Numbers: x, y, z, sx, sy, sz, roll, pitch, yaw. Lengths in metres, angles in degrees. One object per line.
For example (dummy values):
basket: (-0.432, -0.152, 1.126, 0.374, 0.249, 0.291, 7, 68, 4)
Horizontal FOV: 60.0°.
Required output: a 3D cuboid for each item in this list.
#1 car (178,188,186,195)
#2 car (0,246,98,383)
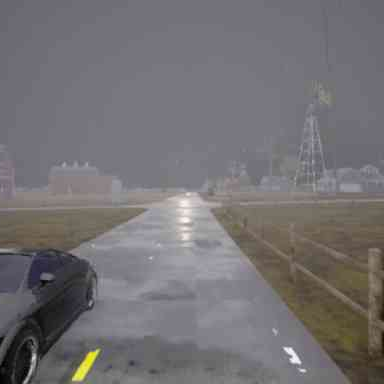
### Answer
car: (-2.748, -0.081, 93.990, 2.150, 2.045, 5.566, 0, 1, 0)
car: (-2.850, 1.566, 4.970, 1.994, 1.385, 4.181, 0, 0, 0)
